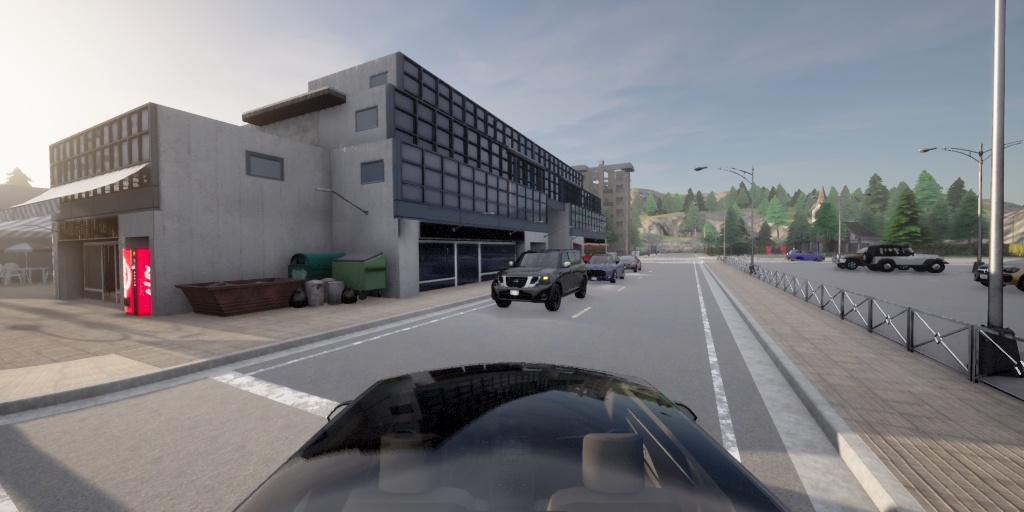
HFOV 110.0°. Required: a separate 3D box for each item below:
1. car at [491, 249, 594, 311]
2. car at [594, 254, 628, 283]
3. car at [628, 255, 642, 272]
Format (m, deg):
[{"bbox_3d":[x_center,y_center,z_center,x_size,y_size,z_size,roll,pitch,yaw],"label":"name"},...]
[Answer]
[{"bbox_3d":[1.311,0.752,13.792,2.150,2.045,5.566,0,1,27],"label":"car"},{"bbox_3d":[5.713,0.668,22.589,2.097,1.767,4.553,0,1,27],"label":"car"},{"bbox_3d":[10.298,0.619,31.737,1.812,1.442,4.674,0,1,27],"label":"car"}]
